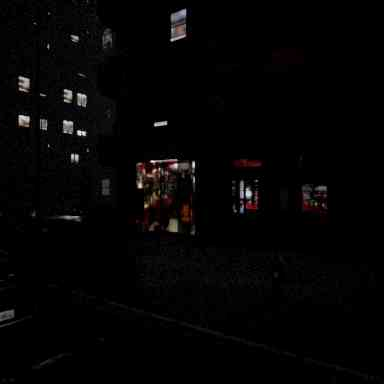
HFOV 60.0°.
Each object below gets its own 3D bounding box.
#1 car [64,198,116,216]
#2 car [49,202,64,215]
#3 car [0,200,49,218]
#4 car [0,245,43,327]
[{"bbox_3d":[-8.618,1.283,29.324,1.994,1.385,4.181,0,1,35],"label":"car"},{"bbox_3d":[-10.949,1.250,30.497,1.752,1.417,4.829,1,1,35],"label":"car"},{"bbox_3d":[-14.039,1.350,26.071,2.008,1.369,4.403,1,1,35],"label":"car"},{"bbox_3d":[-4.473,1.551,6.062,4.403,1.369,2.008,0,0,35],"label":"car"}]
